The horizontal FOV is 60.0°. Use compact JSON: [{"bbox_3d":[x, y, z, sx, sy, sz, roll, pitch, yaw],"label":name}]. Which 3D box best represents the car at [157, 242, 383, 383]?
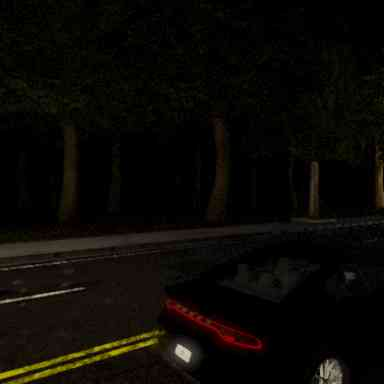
[{"bbox_3d":[1.922,1.474,4.812,5.008,1.535,1.882,0,0,-36],"label":"car"}]
